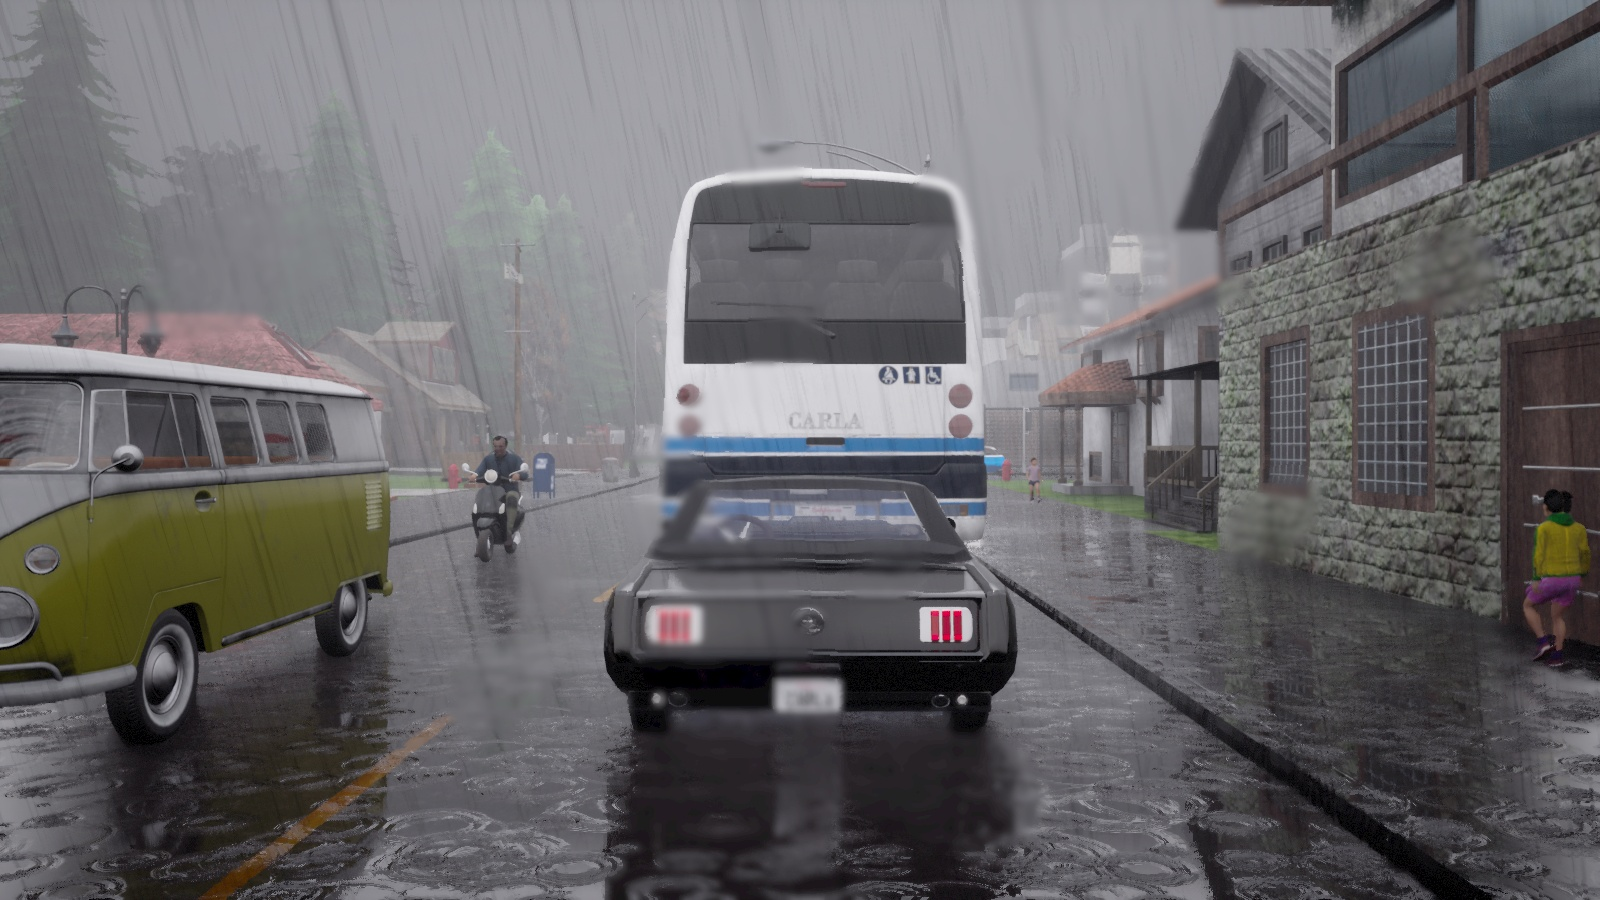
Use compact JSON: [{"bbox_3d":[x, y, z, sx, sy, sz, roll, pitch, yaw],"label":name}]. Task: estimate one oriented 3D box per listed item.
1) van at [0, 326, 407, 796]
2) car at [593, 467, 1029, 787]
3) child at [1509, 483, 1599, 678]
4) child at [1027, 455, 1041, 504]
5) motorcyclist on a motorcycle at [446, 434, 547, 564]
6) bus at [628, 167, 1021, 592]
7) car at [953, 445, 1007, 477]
[{"bbox_3d":[-3.948,0.453,7.527,1.775,1.987,4.442,0,0,0],"label":"van"},{"bbox_3d":[0.053,0.803,7.818,1.895,1.301,4.718,0,0,0],"label":"car"},{"bbox_3d":[4.689,0.796,7.806,0.299,1.160,0.473,0,0,1],"label":"child"},{"bbox_3d":[5.360,0.678,28.762,0.255,1.110,0.394,0,0,0],"label":"child"},{"bbox_3d":[-3.907,0.604,16.320,0.866,1.590,1.817,0,0,0],"label":"motorcyclist on a motorcycle"},{"bbox_3d":[0.139,-0.730,17.748,3.944,4.253,10.273,0,0,-1],"label":"bus"},{"bbox_3d":[8.062,0.490,56.307,2.207,1.376,1.481,0,0,0],"label":"car"}]
